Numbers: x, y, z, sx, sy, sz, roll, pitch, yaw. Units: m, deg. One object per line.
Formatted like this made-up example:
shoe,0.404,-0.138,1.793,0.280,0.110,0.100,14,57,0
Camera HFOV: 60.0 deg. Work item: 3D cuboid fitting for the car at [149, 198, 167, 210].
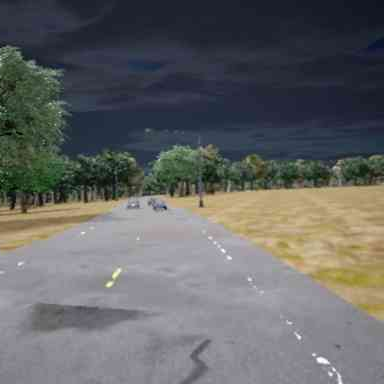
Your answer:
car,-4.633,1.733,47.114,2.033,1.411,5.357,-2,0,-9

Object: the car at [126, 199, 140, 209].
car,-8.956,1.819,50.913,2.128,1.511,4.902,-2,0,-9
